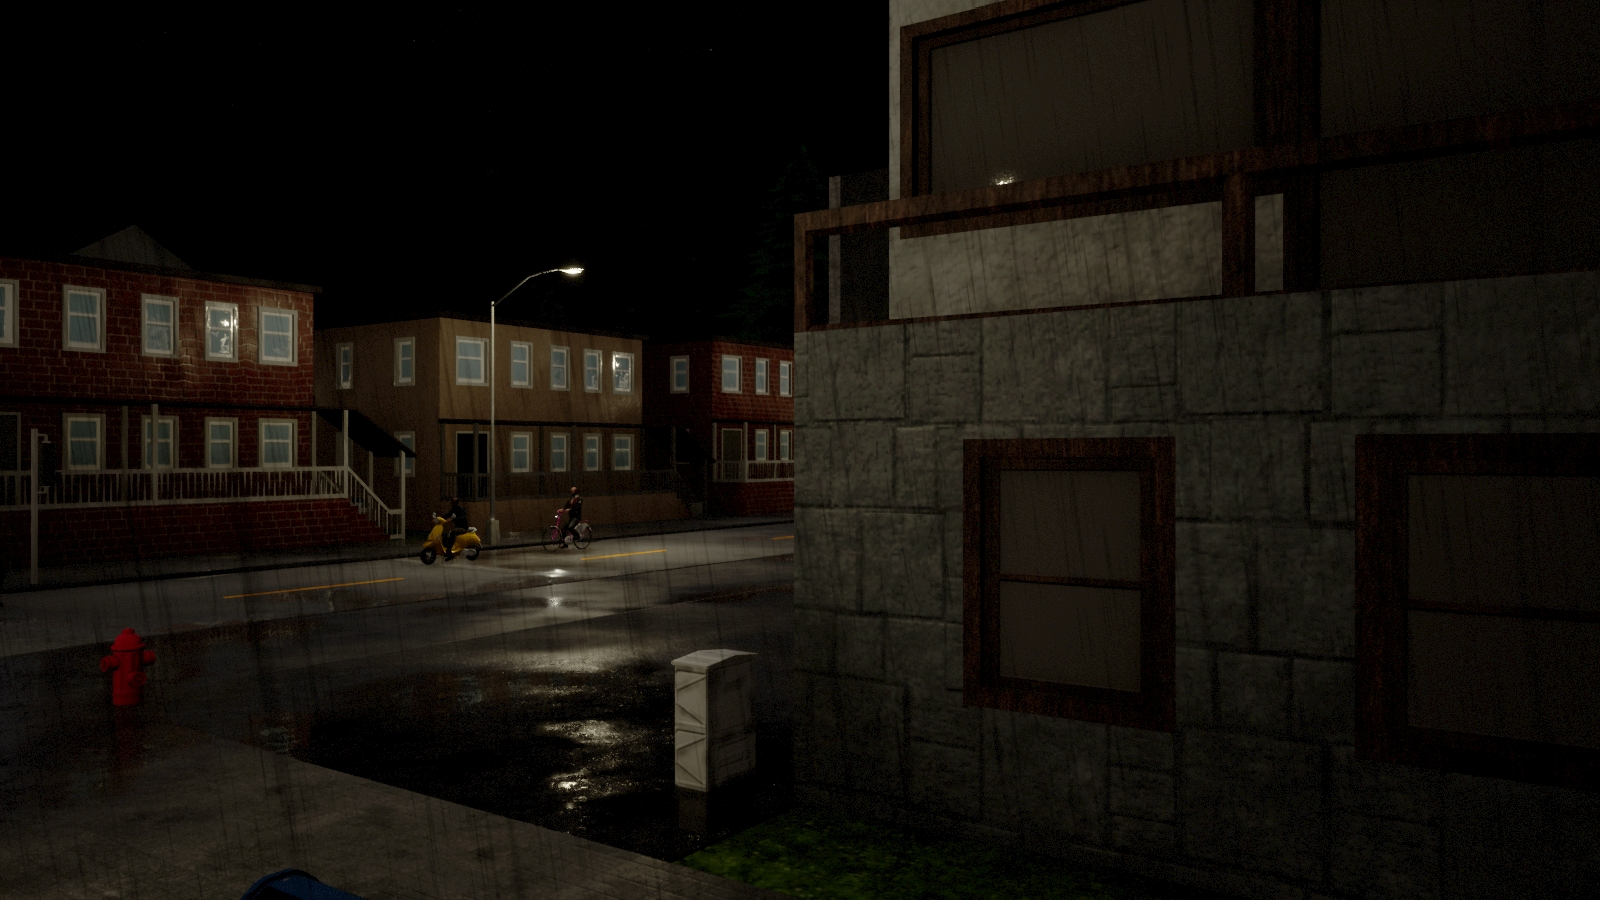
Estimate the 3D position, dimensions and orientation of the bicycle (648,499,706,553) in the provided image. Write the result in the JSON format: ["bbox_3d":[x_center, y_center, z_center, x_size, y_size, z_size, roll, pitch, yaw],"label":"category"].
[{"bbox_3d":[-3.119,1.932,29.174,0.329,1.271,1.835,0,0,35],"label":"bicycle"}]

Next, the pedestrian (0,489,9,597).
[{"bbox_3d":[-14.081,1.619,19.869,0.375,1.860,0.375,0,0,6],"label":"pedestrian"}]
